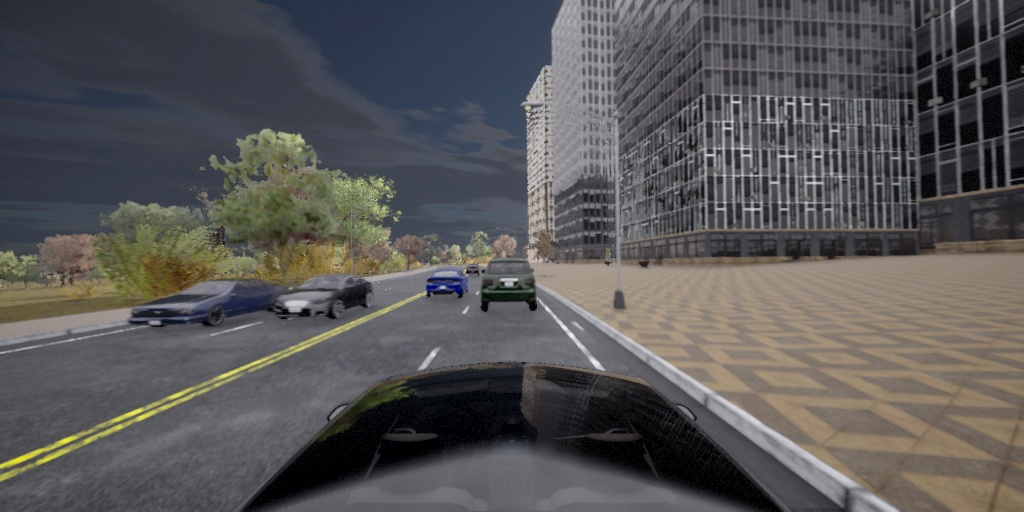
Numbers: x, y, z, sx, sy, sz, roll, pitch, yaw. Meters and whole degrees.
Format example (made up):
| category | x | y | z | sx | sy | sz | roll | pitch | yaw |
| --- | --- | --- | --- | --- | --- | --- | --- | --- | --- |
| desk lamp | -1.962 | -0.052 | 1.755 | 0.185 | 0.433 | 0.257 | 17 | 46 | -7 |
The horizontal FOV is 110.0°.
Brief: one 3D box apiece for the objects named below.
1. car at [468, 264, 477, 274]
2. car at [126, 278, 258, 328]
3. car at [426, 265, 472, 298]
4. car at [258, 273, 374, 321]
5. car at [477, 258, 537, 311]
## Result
| category | x | y | z | sx | sy | sz | roll | pitch | yaw |
| --- | --- | --- | --- | --- | --- | --- | --- | --- | --- |
| car | -5.248 | 1.854 | 48.405 | 1.837 | 1.490 | 4.892 | 0 | -1 | -5 |
| car | -10.027 | 1.509 | 12.671 | 2.033 | 1.411 | 5.357 | -1 | -1 | -1 |
| car | -3.569 | 1.468 | 20.440 | 1.882 | 1.535 | 5.008 | 0 | -1 | -2 |
| car | -6.807 | 1.434 | 13.600 | 2.128 | 1.511 | 4.902 | 0 | -1 | -2 |
| car | -0.173 | 1.129 | 15.661 | 2.150 | 2.045 | 5.566 | 0 | 0 | -2 |
